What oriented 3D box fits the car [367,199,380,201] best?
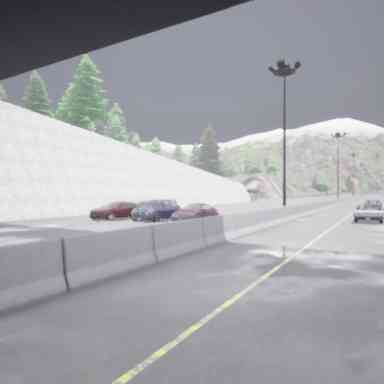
[{"bbox_3d":[20.156,1.532,37.003,2.033,1.411,5.357,0,0,30],"label":"car"}]

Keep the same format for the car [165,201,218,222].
[{"bbox_3d":[0.319,1.522,23.832,1.812,1.442,4.674,0,0,30],"label":"car"}]

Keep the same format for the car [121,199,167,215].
[{"bbox_3d":[-5.010,1.544,35.675,2.033,1.411,5.357,0,0,30],"label":"car"}]

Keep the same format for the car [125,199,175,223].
[{"bbox_3d":[-2.670,1.349,25.653,2.097,1.767,4.553,0,0,30],"label":"car"}]

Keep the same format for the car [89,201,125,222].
[{"bbox_3d":[-6.021,1.476,26.844,1.882,1.535,5.008,0,0,30],"label":"car"}]

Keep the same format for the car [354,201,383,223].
[{"bbox_3d":[13.526,1.590,25.386,1.895,1.301,4.718,0,0,30],"label":"car"}]
